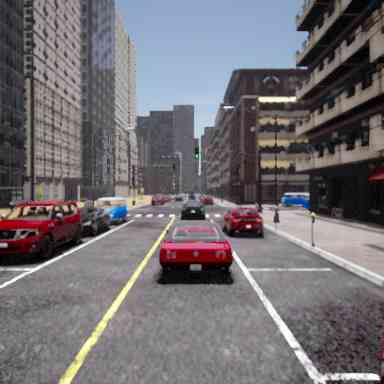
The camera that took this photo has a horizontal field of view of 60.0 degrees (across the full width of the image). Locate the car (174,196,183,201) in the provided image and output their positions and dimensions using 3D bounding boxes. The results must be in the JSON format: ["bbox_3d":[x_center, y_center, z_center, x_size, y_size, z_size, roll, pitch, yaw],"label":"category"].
[{"bbox_3d":[-2.999,1.448,75.337,1.895,1.301,4.718,0,0,0],"label":"car"}]

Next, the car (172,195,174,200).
[{"bbox_3d":[-5.694,1.422,72.559,1.947,1.339,4.313,0,0,0],"label":"car"}]

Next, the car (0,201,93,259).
[{"bbox_3d":[-5.696,1.281,12.539,2.192,1.841,5.009,0,0,0],"label":"car"}]

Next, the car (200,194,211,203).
[{"bbox_3d":[2.685,1.304,67.030,1.967,1.590,4.097,0,0,0],"label":"car"}]

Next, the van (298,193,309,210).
[{"bbox_3d":[13.730,1.069,35.149,3.998,1.788,1.690,-1,1,0],"label":"van"}]

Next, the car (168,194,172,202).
[{"bbox_3d":[-5.694,1.408,67.031,1.887,1.381,4.507,0,0,0],"label":"car"}]

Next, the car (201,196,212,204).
[{"bbox_3d":[2.686,1.417,61.502,1.887,1.381,4.507,0,0,0],"label":"car"}]

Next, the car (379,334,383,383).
[{"bbox_3d":[2.686,1.540,1.494,1.887,1.381,4.507,0,0,0],"label":"car"}]

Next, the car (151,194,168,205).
[{"bbox_3d":[-5.695,1.196,55.975,2.192,1.841,5.009,0,0,0],"label":"car"}]

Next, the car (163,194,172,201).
[{"bbox_3d":[-5.695,1.290,78.086,1.967,1.590,4.097,0,0,0],"label":"car"}]

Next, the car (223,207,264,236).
[{"bbox_3d":[2.685,1.498,18.061,1.887,1.381,4.507,0,0,0],"label":"car"}]

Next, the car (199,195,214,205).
[{"bbox_3d":[2.686,1.425,55.975,1.887,1.381,4.507,0,0,0],"label":"car"}]

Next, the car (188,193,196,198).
[{"bbox_3d":[0.001,1.335,85.859,1.837,1.490,4.892,0,0,0],"label":"car"}]

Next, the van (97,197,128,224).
[{"bbox_3d":[-5.695,1.282,23.585,1.690,1.788,3.998,0,0,0],"label":"van"}]

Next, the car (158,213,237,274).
[{"bbox_3d":[0.097,1.573,10.440,1.895,1.301,4.718,0,0,0],"label":"car"}]

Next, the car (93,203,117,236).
[{"bbox_3d":[-5.695,1.519,18.063,1.947,1.339,4.313,0,0,0],"label":"car"}]

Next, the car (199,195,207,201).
[{"bbox_3d":[2.686,1.410,83.613,1.947,1.339,4.313,0,0,0],"label":"car"}]

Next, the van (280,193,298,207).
[{"bbox_3d":[13.709,1.011,43.529,3.998,1.788,1.690,-1,1,0],"label":"van"}]

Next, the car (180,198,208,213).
[{"bbox_3d":[0.100,1.494,28.208,1.994,1.385,4.181,0,0,0],"label":"car"}]

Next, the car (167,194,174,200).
[{"bbox_3d":[-5.694,1.365,88.971,1.752,1.417,4.829,0,0,0],"label":"car"}]
